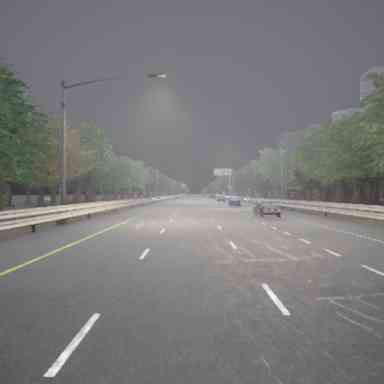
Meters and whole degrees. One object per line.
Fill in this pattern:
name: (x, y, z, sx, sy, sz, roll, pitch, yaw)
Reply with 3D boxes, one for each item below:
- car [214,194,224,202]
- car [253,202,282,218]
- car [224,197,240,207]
car: (7.399, 1.694, 85.333, 2.097, 1.767, 4.553, 0, 0, 1)
car: (7.056, 1.647, 31.647, 2.033, 1.411, 5.357, 0, 0, 0)
car: (7.182, 1.708, 57.446, 1.882, 1.535, 5.008, 0, -1, 0)
